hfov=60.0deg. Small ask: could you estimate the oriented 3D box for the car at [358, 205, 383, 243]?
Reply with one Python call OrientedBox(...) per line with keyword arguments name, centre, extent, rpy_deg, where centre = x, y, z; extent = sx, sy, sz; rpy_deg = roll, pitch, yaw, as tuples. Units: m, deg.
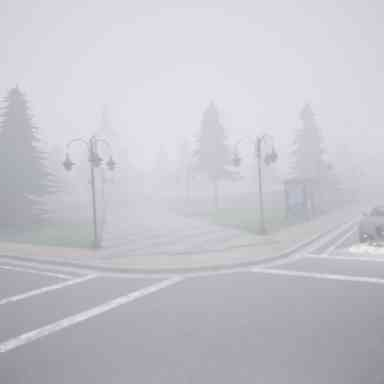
OrientedBox(name="car", centre=(8.070, 1.241, 13.564), extent=(1.994, 1.385, 4.181), rpy_deg=(-3, 0, 34))
